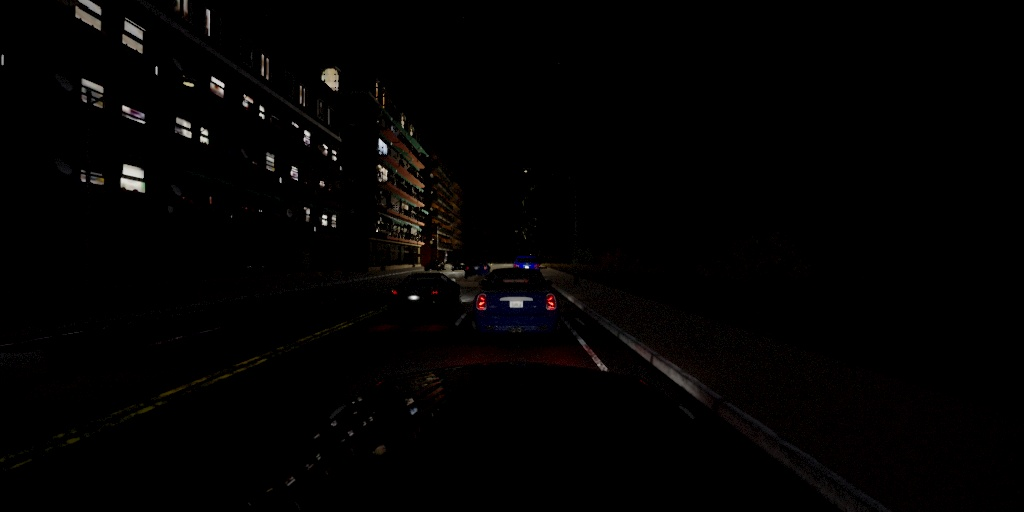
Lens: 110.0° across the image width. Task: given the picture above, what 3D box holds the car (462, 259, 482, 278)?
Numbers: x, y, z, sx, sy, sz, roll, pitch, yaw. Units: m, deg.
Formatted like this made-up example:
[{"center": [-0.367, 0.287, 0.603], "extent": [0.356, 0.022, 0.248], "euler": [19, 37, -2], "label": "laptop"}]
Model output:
[{"center": [-3.139, 1.100, 33.652], "extent": [2.097, 1.767, 4.553], "euler": [0, 0, 0], "label": "car"}]

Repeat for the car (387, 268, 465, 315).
[{"center": [-3.145, 1.314, 13.495], "extent": [1.994, 1.385, 4.181], "euler": [0, 0, 0], "label": "car"}]

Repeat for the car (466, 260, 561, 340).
[{"center": [0.103, 1.102, 10.162], "extent": [2.097, 1.767, 4.553], "euler": [0, 0, 0], "label": "car"}]

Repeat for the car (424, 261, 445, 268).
[{"center": [-9.829, 1.295, 46.034], "extent": [2.033, 1.411, 5.357], "euler": [0, 0, 0], "label": "car"}]

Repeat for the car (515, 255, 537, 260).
[{"center": [1.151, 0.975, 30.115], "extent": [2.150, 2.045, 5.566], "euler": [0, 0, 0], "label": "car"}]

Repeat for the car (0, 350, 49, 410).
[{"center": [-6.600, 1.351, 2.091], "extent": [1.895, 1.301, 4.718], "euler": [0, 0, 0], "label": "car"}]

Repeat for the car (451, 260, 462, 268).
[{"center": [-6.577, 1.252, 45.663], "extent": [1.837, 1.490, 4.892], "euler": [0, 0, 0], "label": "car"}]
